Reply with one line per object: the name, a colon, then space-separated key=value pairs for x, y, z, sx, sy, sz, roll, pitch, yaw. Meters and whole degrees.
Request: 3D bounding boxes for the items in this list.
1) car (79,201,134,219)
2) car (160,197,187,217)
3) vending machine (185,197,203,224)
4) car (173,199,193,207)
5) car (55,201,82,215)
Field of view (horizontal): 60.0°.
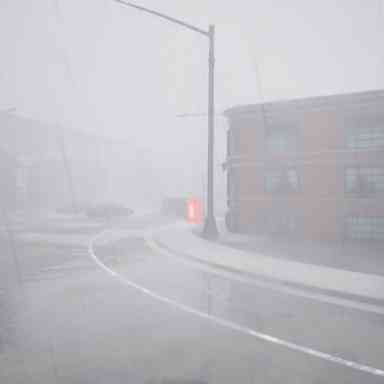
car: x=-7.728 y=1.795 z=31.611 sx=2.033 sy=1.411 sz=5.357 roll=0 pitch=-1 yaw=27
car: x=-1.359 y=1.558 z=36.230 sx=2.150 sy=2.045 sz=5.566 roll=0 pitch=-1 yaw=27
vending machine: x=0.158 y=1.450 z=26.322 sx=1.100 sy=2.100 sz=0.880 roll=0 pitch=-1 yaw=23
car: x=-1.802 y=2.108 z=66.539 sx=1.882 sy=1.535 sz=5.008 roll=0 pitch=0 yaw=27
car: x=-12.894 y=1.767 z=37.028 sx=1.837 sy=1.490 sz=4.892 roll=0 pitch=-1 yaw=26
